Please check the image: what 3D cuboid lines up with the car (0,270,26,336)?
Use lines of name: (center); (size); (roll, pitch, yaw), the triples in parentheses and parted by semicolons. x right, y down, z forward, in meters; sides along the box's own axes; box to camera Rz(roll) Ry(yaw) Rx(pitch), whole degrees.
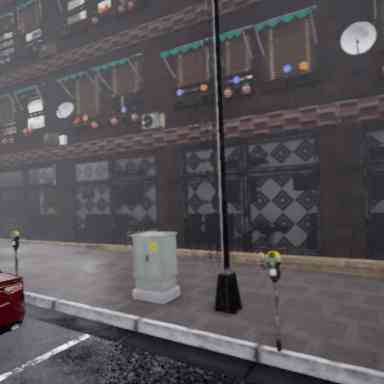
car: (-4.655, 1.573, 5.433); (4.507, 1.381, 1.887); (-1, -1, 30)
